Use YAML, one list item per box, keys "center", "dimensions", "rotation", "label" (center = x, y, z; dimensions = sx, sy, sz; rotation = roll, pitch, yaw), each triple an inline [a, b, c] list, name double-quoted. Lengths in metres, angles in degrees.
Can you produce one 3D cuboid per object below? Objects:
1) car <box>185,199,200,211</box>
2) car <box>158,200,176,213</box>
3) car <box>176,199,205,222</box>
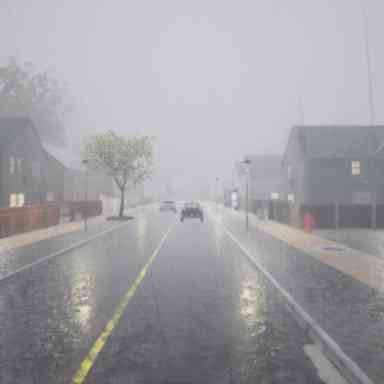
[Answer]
- center: [0.073, 1.697, 44.647]
  dimensions: [1.882, 1.535, 5.008]
  rotation: [0, 0, 0]
  label: "car"
- center: [-2.772, 1.712, 39.617]
  dimensions: [1.812, 1.442, 4.674]
  rotation: [0, -1, 1]
  label: "car"
- center: [0.025, 1.607, 27.907]
  dimensions: [2.128, 1.511, 4.902]
  rotation: [0, 0, 0]
  label: "car"
